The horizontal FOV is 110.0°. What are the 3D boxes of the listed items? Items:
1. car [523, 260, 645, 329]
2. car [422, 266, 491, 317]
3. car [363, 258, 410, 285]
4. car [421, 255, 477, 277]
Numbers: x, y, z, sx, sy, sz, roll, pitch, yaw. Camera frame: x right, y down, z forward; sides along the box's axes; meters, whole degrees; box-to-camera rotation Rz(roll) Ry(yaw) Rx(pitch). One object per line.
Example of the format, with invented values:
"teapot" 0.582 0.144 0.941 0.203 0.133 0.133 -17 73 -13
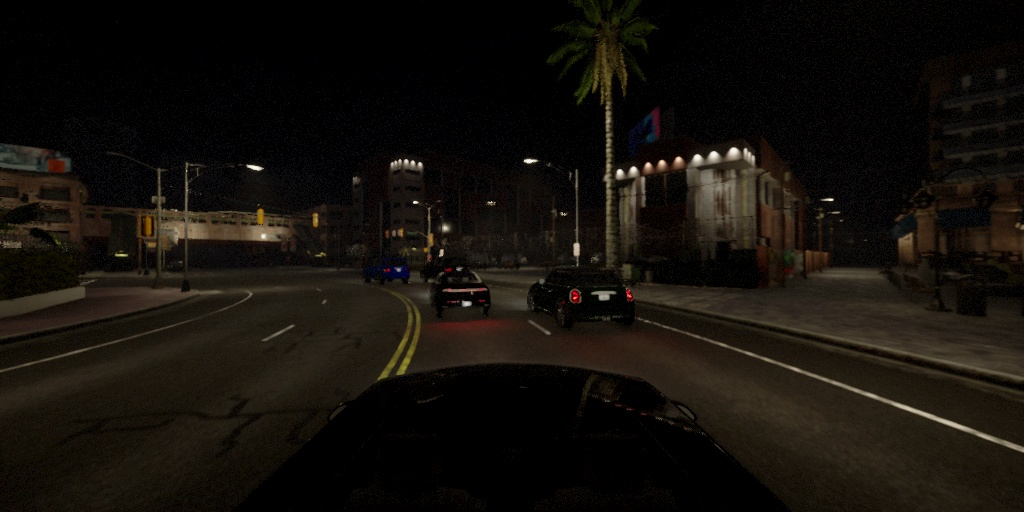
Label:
"car" 2.013 1.140 11.677 2.097 1.767 4.553 0 0 -12
"car" -2.109 1.311 13.653 2.128 1.511 4.902 0 0 -16
"car" -10.021 1.155 28.424 2.150 2.045 5.566 0 -1 -39
"car" -5.213 1.127 27.911 2.150 2.045 5.566 0 -1 -34
